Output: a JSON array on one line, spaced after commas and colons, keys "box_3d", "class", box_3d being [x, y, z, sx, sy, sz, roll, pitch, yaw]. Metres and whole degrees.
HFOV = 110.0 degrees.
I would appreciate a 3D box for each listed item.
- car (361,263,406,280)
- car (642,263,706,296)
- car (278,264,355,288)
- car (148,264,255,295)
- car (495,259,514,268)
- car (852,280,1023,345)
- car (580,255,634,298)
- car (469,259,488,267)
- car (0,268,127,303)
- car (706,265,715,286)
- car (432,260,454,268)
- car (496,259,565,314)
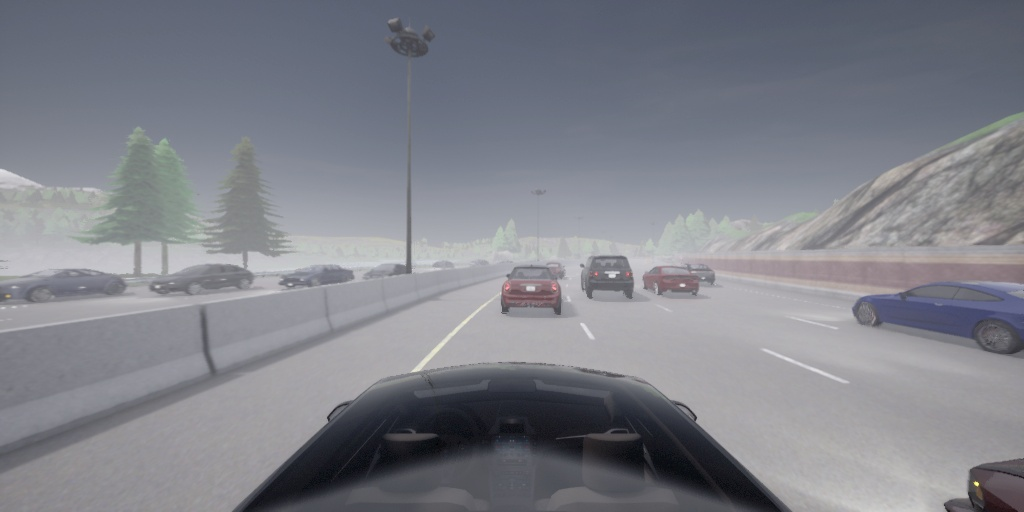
[{"box_3d": [-8.566, 1.246, 24.971, 1.812, 1.442, 4.674, 0, 0, 9], "class": "car"}, {"box_3d": [8.498, 1.250, 19.626, 1.882, 1.535, 5.008, 0, 0, 8], "class": "car"}, {"box_3d": [-12.408, 1.257, 23.301, 2.033, 1.411, 5.357, 0, 0, 8], "class": "car"}, {"box_3d": [-16.414, 1.203, 19.305, 1.837, 1.490, 4.892, 0, 0, 7], "class": "car"}, {"box_3d": [-1.301, 1.298, 63.187, 1.994, 1.385, 4.181, 0, 0, 21], "class": "car"}, {"box_3d": [10.898, 1.307, 8.617, 1.812, 1.442, 4.674, 0, 0, 3], "class": "car"}, {"box_3d": [4.820, 0.983, 18.685, 2.150, 2.045, 5.566, 0, 0, 7], "class": "car"}, {"box_3d": [-5.712, 1.214, 61.361, 2.128, 1.511, 4.902, 0, 0, 21], "class": "car"}, {"box_3d": [-20.255, 1.252, 16.078, 1.994, 1.385, 4.181, 0, 0, 5], "class": "car"}, {"box_3d": [13.157, 1.276, 26.182, 2.128, 1.511, 4.902, 0, 0, 11], "class": "car"}, {"box_3d": [-10.966, 1.271, 57.154, 1.994, 1.385, 4.181, 0, 0, 20], "class": "car"}, {"box_3d": [0.811, 1.102, 14.036, 2.097, 1.767, 4.553, 0, 0, 5], "class": "car"}]
